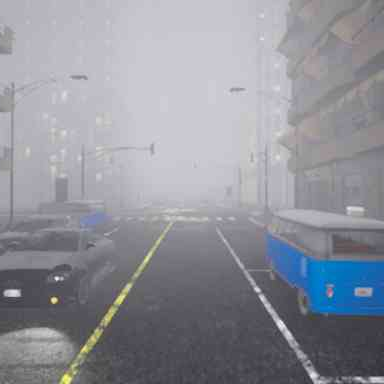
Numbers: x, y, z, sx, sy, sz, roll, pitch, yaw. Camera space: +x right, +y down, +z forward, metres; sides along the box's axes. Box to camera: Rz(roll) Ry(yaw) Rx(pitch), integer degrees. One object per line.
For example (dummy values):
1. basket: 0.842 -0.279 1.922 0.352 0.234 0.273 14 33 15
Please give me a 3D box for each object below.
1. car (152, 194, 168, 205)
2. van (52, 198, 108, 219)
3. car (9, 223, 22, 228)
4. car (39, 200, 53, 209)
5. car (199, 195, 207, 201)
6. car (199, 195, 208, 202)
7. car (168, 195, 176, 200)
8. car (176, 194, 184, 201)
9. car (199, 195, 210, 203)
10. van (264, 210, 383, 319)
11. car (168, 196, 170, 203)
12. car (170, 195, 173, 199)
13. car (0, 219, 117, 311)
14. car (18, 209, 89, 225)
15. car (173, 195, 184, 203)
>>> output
1. car: -5.677 1.394 56.186 1.967 1.590 4.097 1 0 0
2. van: -5.810 1.327 18.120 1.690 1.788 3.998 1 0 0
3. car: -5.644 1.577 7.039 1.802 1.307 4.206 1 0 0
4. car: -16.493 1.465 40.766 4.097 1.590 1.967 0 -1 0
5. car: 2.699 1.497 84.132 1.947 1.339 4.313 1 0 0
6. car: 2.701 1.461 78.724 1.752 1.417 4.829 1 0 0
7. car: -5.681 1.468 95.212 1.887 1.381 4.507 1 0 0
8. car: -3.005 1.394 85.511 1.882 1.535 5.008 0 0 0
9. car: 2.699 1.527 67.399 1.802 1.307 4.206 1 0 0
10. van: 2.707 1.335 7.092 1.690 1.788 3.998 1 0 0
11. car: -5.680 1.532 61.761 1.802 1.307 4.206 1 0 0
12. car: -5.675 1.260 67.336 2.192 1.841 5.009 1 0 0
13. car: -3.094 1.558 7.730 1.994 1.385 4.181 0 0 0
14. car: -5.645 1.556 12.579 1.947 1.339 4.313 1 0 0
15. car: -3.005 1.421 69.908 1.882 1.535 5.008 0 0 0
